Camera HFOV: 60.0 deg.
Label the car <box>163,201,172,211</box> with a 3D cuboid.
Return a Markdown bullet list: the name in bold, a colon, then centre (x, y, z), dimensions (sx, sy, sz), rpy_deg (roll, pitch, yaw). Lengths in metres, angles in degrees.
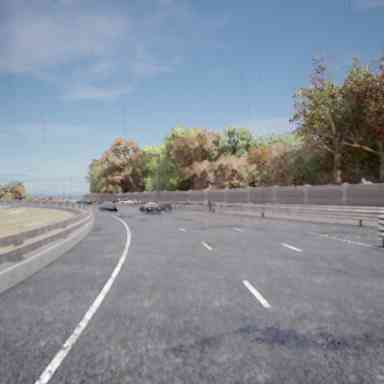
- **car**: centre (-4.566, 2.077, 49.247), dimensions (1.837, 1.490, 4.892), rpy_deg (1, -1, -26)

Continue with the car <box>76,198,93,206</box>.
- **car**: centre (-23.008, 2.090, 71.043), dimensions (2.097, 1.767, 4.553), rpy_deg (0, -1, -43)

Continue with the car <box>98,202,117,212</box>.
- **car**: centre (-12.702, 2.189, 49.788), dimensions (1.994, 1.385, 4.181), rpy_deg (0, -1, -28)

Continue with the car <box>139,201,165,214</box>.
- **car**: centre (-5.475, 2.108, 42.863), dimensions (1.895, 1.301, 4.718), rpy_deg (0, -1, -23)
